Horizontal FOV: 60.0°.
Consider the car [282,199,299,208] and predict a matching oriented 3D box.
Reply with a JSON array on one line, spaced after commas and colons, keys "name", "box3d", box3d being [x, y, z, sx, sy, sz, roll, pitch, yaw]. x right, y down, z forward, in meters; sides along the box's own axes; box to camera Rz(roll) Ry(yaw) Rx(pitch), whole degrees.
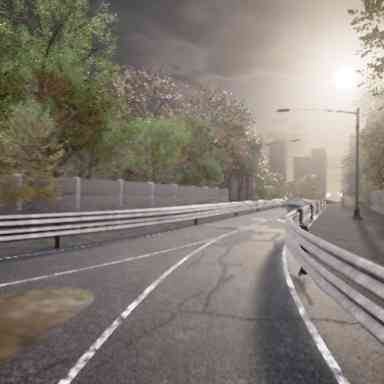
[{"name": "car", "box3d": [16.816, 1.950, 56.788, 2.033, 1.411, 5.357, 1, -1, 24]}]

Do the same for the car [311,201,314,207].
[{"name": "car", "box3d": [16.450, 1.901, 47.430, 1.994, 1.385, 4.181, 1, 0, 23]}]

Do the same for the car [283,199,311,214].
[{"name": "car", "box3d": [11.065, 1.729, 34.960, 1.837, 1.490, 4.892, 1, -1, 23]}]
